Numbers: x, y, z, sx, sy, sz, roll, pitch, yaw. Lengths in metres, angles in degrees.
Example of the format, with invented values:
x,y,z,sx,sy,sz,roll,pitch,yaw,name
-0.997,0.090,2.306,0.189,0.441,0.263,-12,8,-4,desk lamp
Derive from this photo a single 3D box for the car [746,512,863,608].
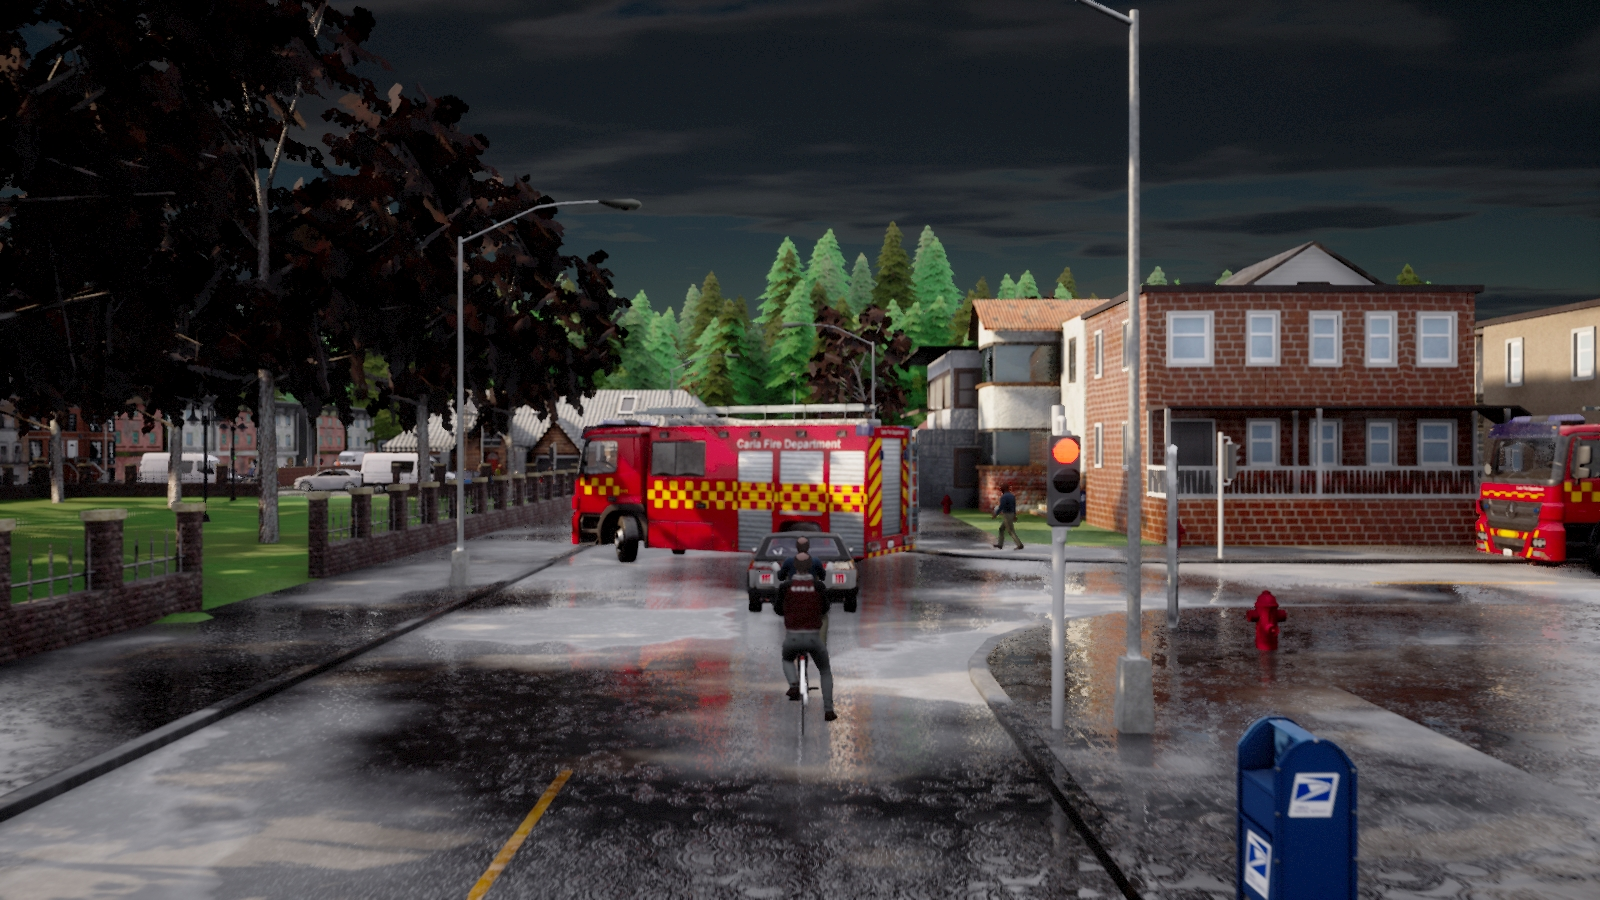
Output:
x,y,z,sx,sy,sz,roll,pitch,yaw,name
0.080,1.917,20.881,1.895,1.301,4.718,0,0,0,car

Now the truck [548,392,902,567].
x,y,z,sx,sy,sz,roll,pitch,yaw,name
-1.965,0.646,28.323,8.468,3.827,2.891,0,0,28,truck

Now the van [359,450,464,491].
x,y,z,sx,sy,sz,roll,pitch,yaw,name
-24.211,1.256,71.362,5.915,2.561,1.988,0,0,1,van

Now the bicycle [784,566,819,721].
x,y,z,sx,sy,sz,roll,pitch,yaw,name
0.013,1.929,11.749,0.329,1.271,1.835,0,0,0,bicycle

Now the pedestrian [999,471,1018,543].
x,y,z,sx,sy,sz,roll,pitch,yaw,name
5.464,1.490,29.920,0.375,1.860,0.375,0,0,37,pedestrian

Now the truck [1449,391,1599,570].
x,y,z,sx,sy,sz,roll,pitch,yaw,name
19.779,0.648,25.904,8.468,3.827,2.891,0,0,0,truck

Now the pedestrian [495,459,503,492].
x,y,z,sx,sy,sz,roll,pitch,yaw,name
-17.464,1.471,66.236,0.375,1.860,0.375,0,0,0,pedestrian
